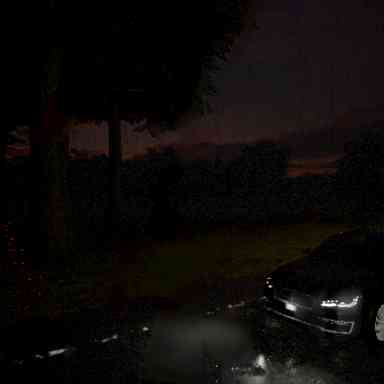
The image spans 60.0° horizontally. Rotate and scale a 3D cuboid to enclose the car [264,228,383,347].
[{"bbox_3d":[3.493,1.515,6.418,4.892,1.490,1.837,1,0,-35],"label":"car"}]
